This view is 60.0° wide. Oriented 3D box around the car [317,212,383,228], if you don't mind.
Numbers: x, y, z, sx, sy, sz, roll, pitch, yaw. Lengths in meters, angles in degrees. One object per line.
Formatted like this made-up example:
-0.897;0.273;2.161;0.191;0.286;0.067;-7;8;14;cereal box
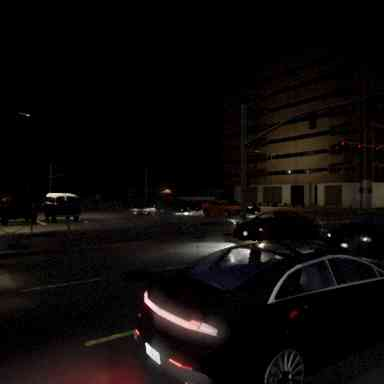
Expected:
7.694;1.549;13.531;5.357;1.411;2.033;0;0;-35;car

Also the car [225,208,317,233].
3.886;1.559;15.160;4.181;1.385;1.994;0;0;-35;car

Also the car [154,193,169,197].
-6.320;1.267;63.499;2.150;2.045;5.566;0;0;-34;car

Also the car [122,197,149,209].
-8.454;1.527;47.659;1.882;1.535;5.008;0;0;-34;car

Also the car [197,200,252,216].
2.931;1.527;30.957;1.882;1.535;5.008;0;0;-34;car

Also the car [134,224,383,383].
1.593;1.490;4.879;4.902;1.511;2.128;0;0;-34;car

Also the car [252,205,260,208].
4.727;1.596;34.535;2.033;1.411;5.357;0;0;-34;car

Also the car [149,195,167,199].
-6.240;1.553;50.632;1.837;1.490;4.892;0;0;-34;car

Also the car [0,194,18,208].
-31.421;1.207;56.553;1.932;1.855;4.605;0;0;-34;car

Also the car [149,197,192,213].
-2.603;1.597;39.067;2.033;1.411;5.357;0;0;-34;car

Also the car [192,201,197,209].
-0.675;1.649;42.454;1.895;1.301;4.718;0;0;-34;car
